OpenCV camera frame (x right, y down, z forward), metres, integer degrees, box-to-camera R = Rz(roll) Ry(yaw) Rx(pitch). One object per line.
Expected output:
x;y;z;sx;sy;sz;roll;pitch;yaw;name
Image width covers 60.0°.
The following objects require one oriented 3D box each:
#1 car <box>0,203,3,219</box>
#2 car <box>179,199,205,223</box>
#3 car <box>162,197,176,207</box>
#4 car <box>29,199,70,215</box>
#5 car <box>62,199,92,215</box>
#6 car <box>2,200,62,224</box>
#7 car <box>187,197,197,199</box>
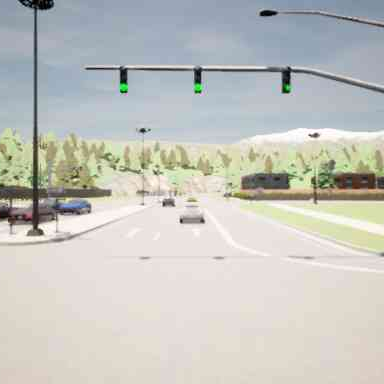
-15.086;1.527;25.266;2.033;1.411;5.357;0;0;0;car
-0.008;1.507;25.270;1.812;1.442;4.674;0;0;0;car
-3.516;1.454;50.697;2.128;1.511;4.902;0;0;0;car
-15.011;1.520;35.325;2.033;1.411;5.357;0;0;0;car
-11.533;1.452;33.411;1.882;1.535;5.008;0;0;1;car
-11.590;1.545;24.447;1.994;1.385;4.181;0;0;0;car
-0.016;1.440;50.701;1.882;1.535;5.008;0;0;0;car
